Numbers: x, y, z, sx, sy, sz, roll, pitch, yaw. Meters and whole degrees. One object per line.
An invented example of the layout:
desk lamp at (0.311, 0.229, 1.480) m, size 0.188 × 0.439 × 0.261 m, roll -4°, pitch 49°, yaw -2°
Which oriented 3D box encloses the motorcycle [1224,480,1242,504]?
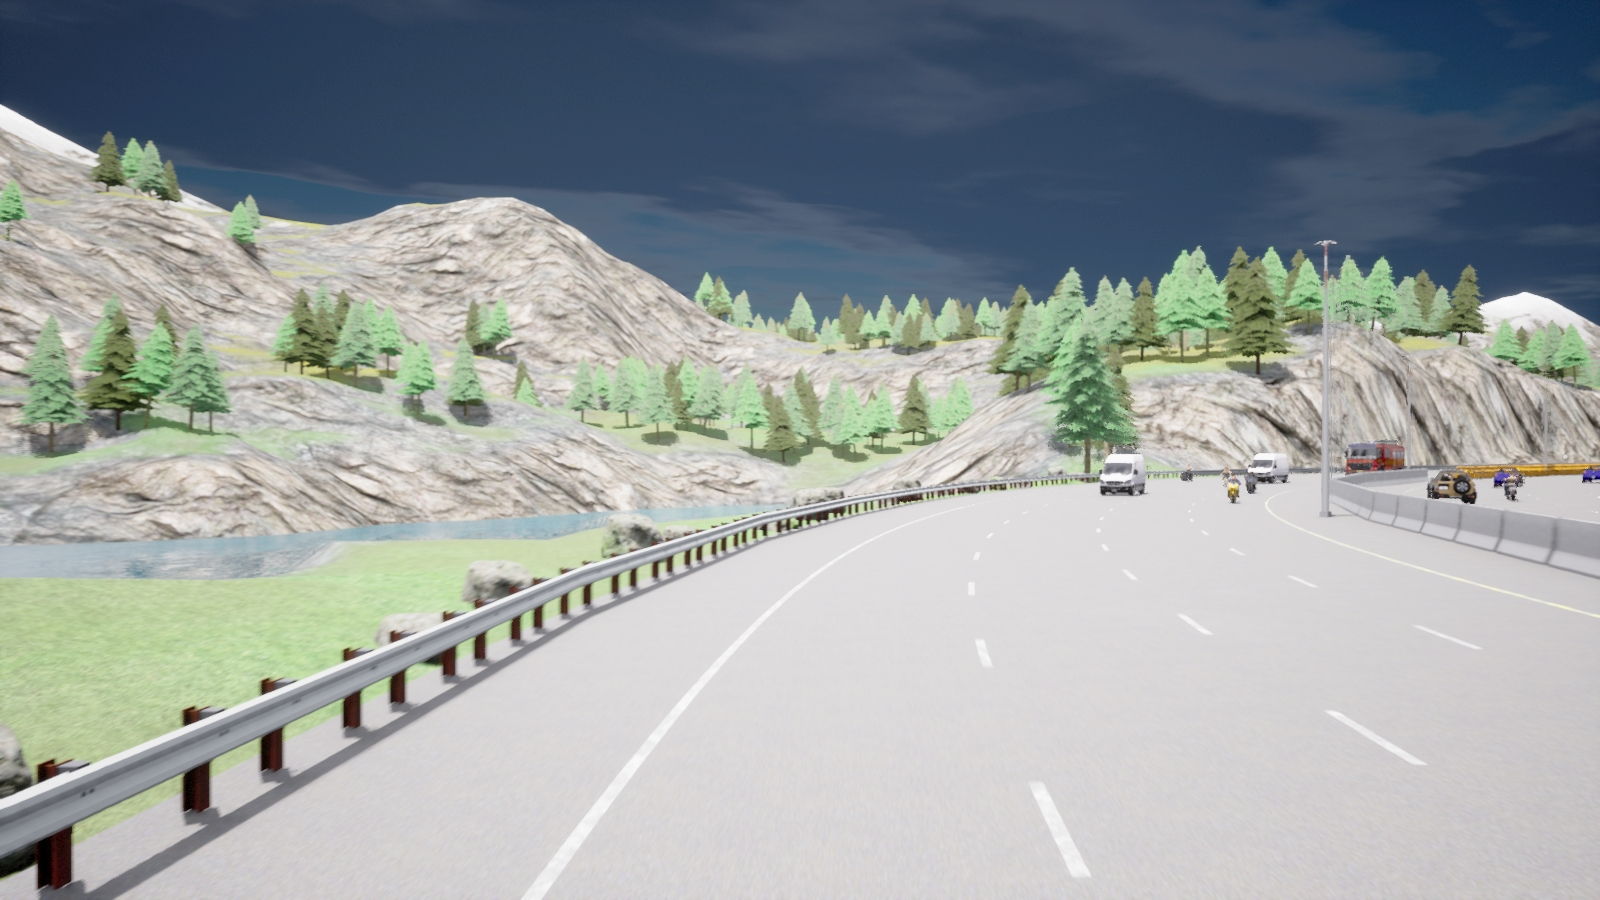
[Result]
motorcycle at (22.921, 2.211, 60.433) m, size 0.803 × 1.217 × 2.033 m, roll 0°, pitch 0°, yaw 22°

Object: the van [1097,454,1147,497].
van at (20.228, 1.564, 71.562) m, size 1.988 × 2.561 × 5.915 m, roll 0°, pitch 0°, yaw 26°

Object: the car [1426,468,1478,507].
car at (33.982, 1.913, 59.662) m, size 1.932 × 1.855 × 4.605 m, roll 0°, pitch 0°, yaw 24°

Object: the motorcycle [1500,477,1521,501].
motorcycle at (40.366, 2.205, 64.906) m, size 0.764 × 1.325 × 2.356 m, roll 1°, pitch 0°, yaw 27°
